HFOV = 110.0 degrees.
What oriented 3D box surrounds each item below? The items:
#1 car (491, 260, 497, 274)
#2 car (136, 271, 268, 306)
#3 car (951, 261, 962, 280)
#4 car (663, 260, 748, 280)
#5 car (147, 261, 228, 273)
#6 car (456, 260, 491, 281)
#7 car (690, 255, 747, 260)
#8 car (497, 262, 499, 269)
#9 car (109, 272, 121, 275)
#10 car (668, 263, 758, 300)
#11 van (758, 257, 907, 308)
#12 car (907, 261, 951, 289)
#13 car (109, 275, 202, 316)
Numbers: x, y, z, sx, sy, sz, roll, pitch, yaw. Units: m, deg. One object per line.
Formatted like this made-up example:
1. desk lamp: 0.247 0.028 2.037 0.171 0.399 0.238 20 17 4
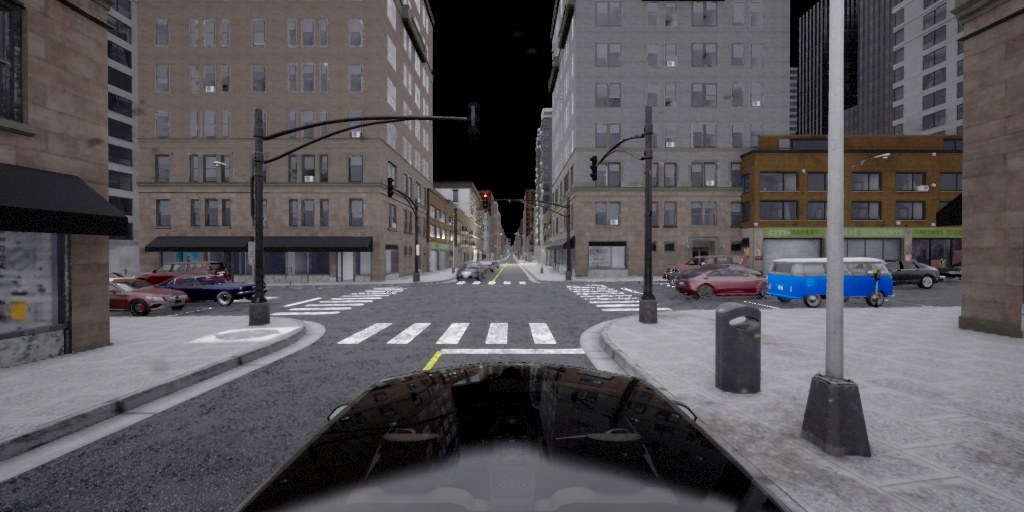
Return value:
1. car: -3.077 1.287 42.350 1.812 1.442 4.674 0 0 -1
2. car: -13.953 1.517 16.330 4.718 1.301 1.895 -1 0 0
3. car: 28.926 0.915 22.295 4.313 1.339 1.948 0 0 0
4. car: 11.103 1.113 19.603 4.674 1.442 1.812 -1 0 1
5. car: -20.343 1.270 22.178 5.009 1.841 2.192 0 0 0
6. car: -3.328 1.243 29.768 2.128 1.511 4.902 0 0 4
7. car: 12.098 0.871 22.255 5.009 1.841 2.192 0 0 0
8. car: -3.076 1.346 57.573 1.994 1.385 4.181 0 0 0
9. car: -26.017 1.550 22.165 4.829 1.417 1.751 0 0 0
10. car: 9.789 1.188 16.428 4.181 1.385 1.994 -1 0 1
11. van: 12.119 0.957 13.729 3.998 1.789 1.690 0 0 0
12. car: 20.289 0.980 19.608 4.892 1.490 1.837 -1 0 0
13. car: -14.817 1.527 13.666 4.207 1.307 1.802 0 0 0
